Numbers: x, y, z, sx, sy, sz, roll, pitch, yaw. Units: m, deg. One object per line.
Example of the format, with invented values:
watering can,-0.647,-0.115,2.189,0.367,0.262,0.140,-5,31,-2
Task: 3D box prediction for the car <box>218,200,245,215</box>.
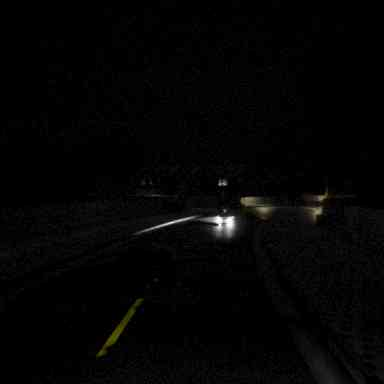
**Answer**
car,4.090,1.559,34.263,2.128,1.511,4.902,0,0,22
